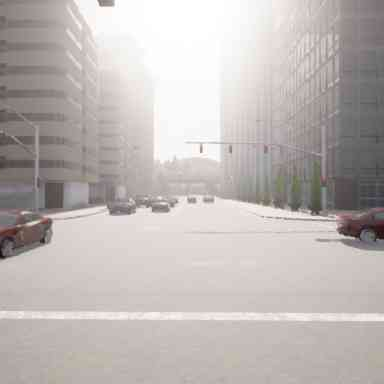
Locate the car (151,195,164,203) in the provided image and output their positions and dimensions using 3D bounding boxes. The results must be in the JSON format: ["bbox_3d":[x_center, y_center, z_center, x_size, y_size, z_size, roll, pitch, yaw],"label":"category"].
[{"bbox_3d":[-7.047,1.492,68.673,2.128,1.511,4.902,0,0,0],"label":"car"}]

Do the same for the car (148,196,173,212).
[{"bbox_3d":[-3.625,1.505,38.963,1.837,1.490,4.892,0,0,0],"label":"car"}]

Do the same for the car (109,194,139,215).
[{"bbox_3d":[-7.122,1.352,34.465,2.097,1.767,4.553,0,0,0],"label":"car"}]

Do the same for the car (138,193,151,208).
[{"bbox_3d":[-7.127,1.216,48.327,2.150,2.045,5.566,0,1,0],"label":"car"}]

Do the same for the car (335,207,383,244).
[{"bbox_3d":[9.024,1.422,14.618,5.008,1.535,1.882,0,1,12],"label":"car"}]

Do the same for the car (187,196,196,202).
[{"bbox_3d":[-0.048,1.522,76.014,1.994,1.385,4.181,0,0,0],"label":"car"}]

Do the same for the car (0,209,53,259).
[{"bbox_3d":[-7.107,1.461,12.801,1.882,1.535,5.008,0,0,0],"label":"car"}]

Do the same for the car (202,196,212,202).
[{"bbox_3d":[3.452,1.528,76.190,1.994,1.385,4.181,0,0,0],"label":"car"}]

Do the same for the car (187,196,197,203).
[{"bbox_3d":[-0.042,1.478,66.686,1.882,1.535,5.008,0,0,0],"label":"car"}]

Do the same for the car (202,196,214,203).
[{"bbox_3d":[3.458,1.505,67.522,1.837,1.490,4.892,0,0,0],"label":"car"}]

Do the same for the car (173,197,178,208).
[{"bbox_3d":[-3.627,1.353,48.675,2.097,1.767,4.553,0,0,0],"label":"car"}]
